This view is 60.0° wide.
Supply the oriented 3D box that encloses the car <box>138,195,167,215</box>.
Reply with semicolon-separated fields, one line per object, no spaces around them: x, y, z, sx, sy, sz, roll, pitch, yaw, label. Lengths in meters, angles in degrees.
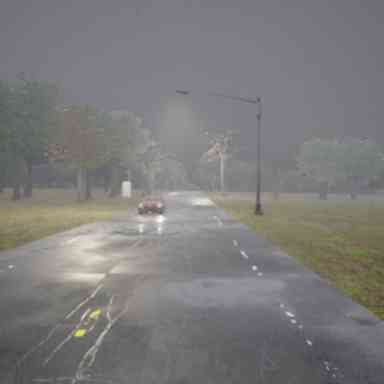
-3.459;1.069;29.587;2.097;1.767;4.553;0;1;0;car
